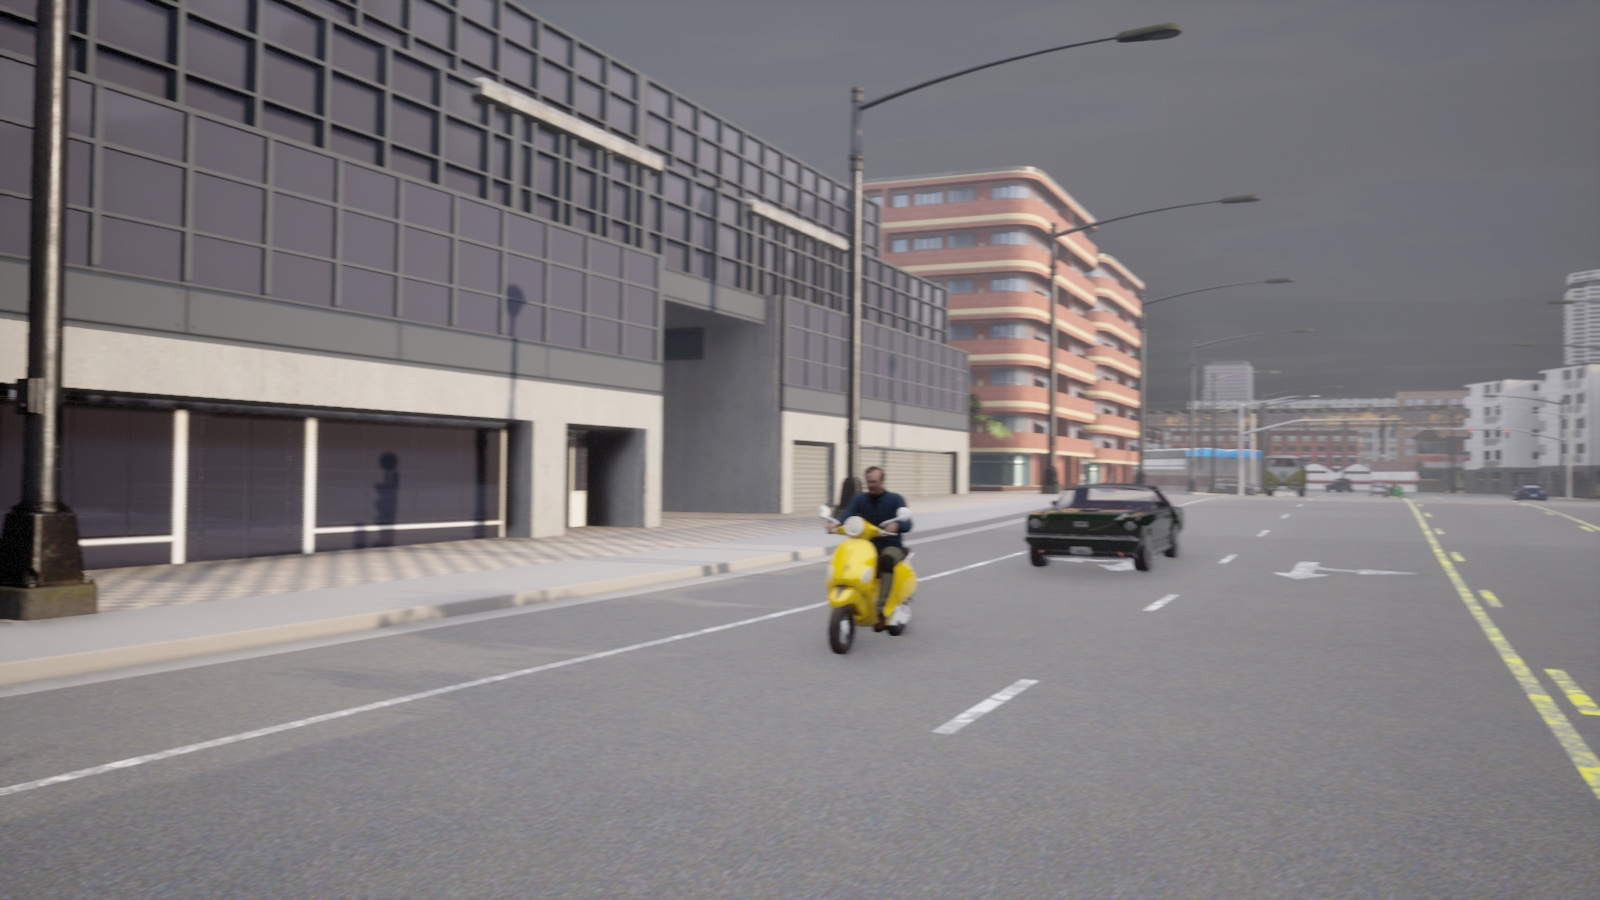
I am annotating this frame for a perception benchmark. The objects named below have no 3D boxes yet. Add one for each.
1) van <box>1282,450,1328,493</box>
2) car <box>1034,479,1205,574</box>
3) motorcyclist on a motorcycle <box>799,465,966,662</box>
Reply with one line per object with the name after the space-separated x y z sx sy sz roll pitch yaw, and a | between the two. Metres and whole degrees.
24.581 1.092 61.083 1.775 1.987 4.442 0 -2 26 | van
5.459 1.185 20.994 1.895 1.301 4.718 0 0 26 | car
0.778 0.935 11.186 0.866 1.590 1.817 0 -1 25 | motorcyclist on a motorcycle
